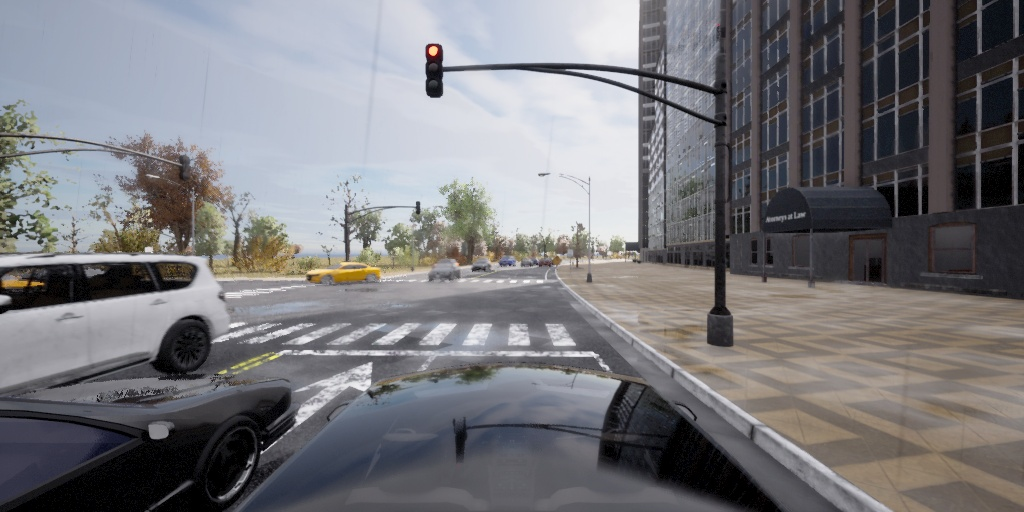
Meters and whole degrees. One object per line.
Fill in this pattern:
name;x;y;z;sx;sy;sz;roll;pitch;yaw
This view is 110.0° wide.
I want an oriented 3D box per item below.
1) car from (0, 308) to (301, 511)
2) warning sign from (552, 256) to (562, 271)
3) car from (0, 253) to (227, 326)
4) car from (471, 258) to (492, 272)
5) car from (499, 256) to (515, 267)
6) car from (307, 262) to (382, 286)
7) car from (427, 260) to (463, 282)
car;-3.128;1.298;1.222;2.033;1.411;5.357;0;0;1
warning sign;5.525;0.868;43.921;1.300;1.860;1.060;0;0;7
car;-6.542;0.971;4.580;2.150;2.045;5.566;0;0;0
car;-3.792;1.254;45.169;1.837;1.490;4.892;0;0;7
car;-0.853;0.978;64.624;2.150;2.045;5.566;0;0;11
car;-12.001;1.224;25.967;1.882;1.535;5.008;2;1;44
car;-5.399;1.273;29.402;1.812;1.442;4.674;0;0;5
